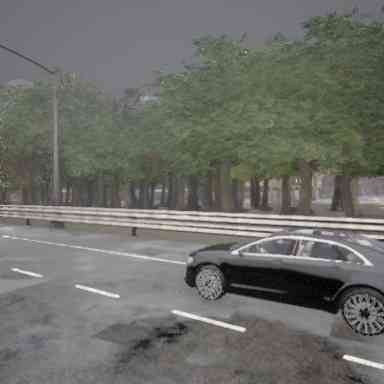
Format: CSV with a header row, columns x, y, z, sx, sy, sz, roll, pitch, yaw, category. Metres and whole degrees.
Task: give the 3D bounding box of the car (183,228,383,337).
x,y,z,sx,sy,sz,roll,pitch,yaw,category
2.066,1.494,6.696,4.902,1.511,2.128,0,0,36,car
